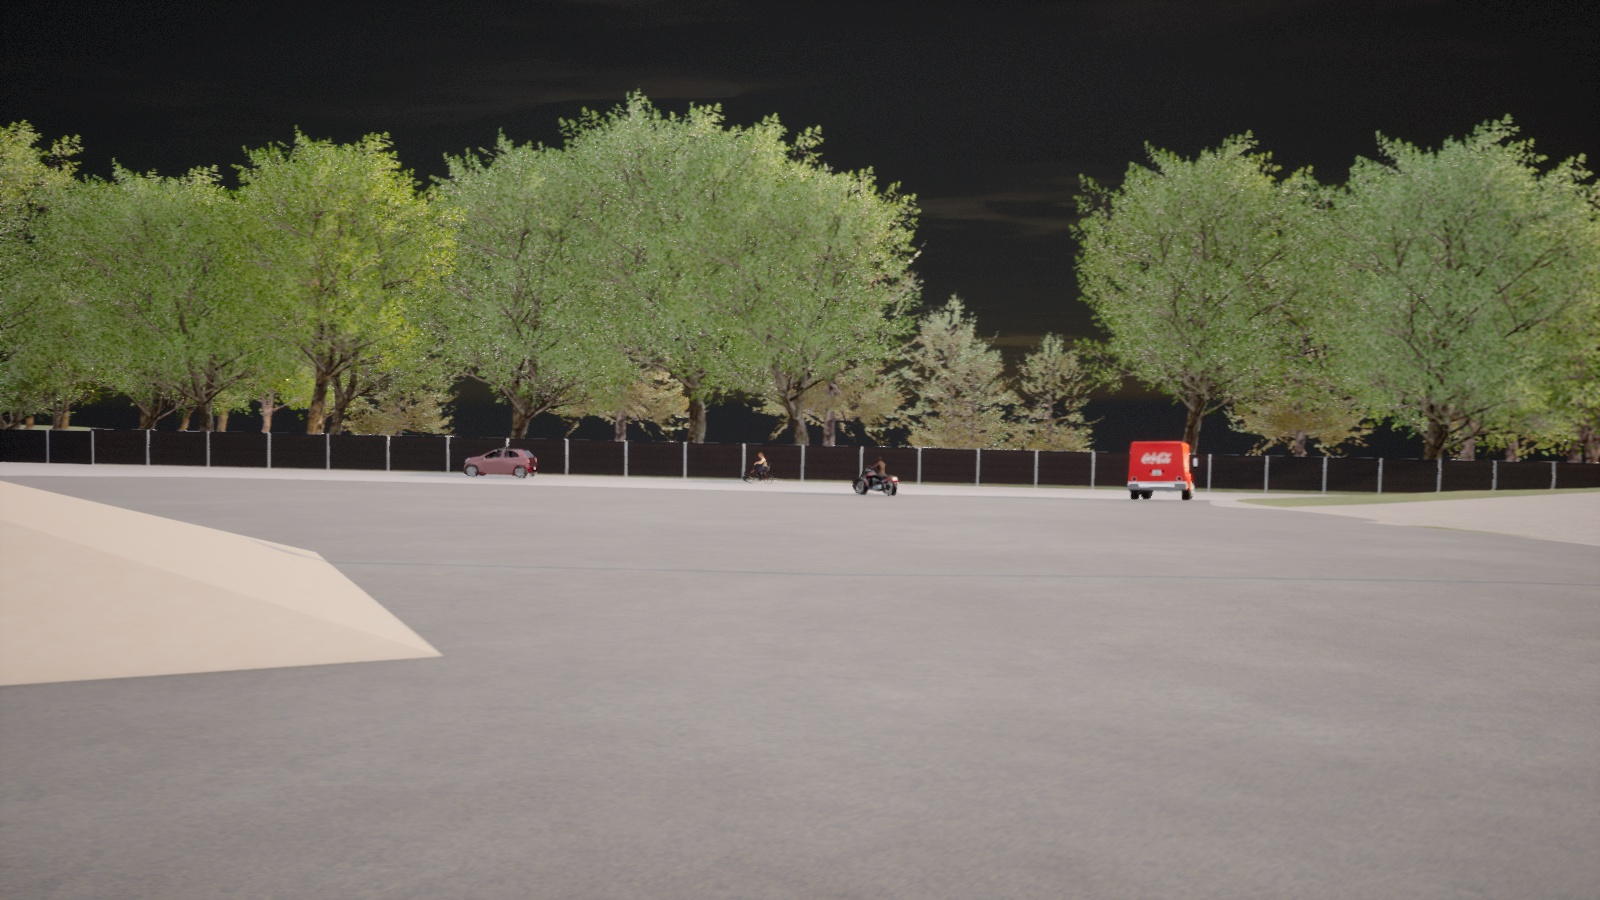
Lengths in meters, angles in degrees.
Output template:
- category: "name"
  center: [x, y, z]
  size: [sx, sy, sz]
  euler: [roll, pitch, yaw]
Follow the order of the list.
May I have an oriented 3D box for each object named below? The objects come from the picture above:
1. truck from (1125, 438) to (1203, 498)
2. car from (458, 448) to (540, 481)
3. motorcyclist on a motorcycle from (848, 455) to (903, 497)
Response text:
- category: "truck"
  center: [15.941, 0.856, 54.800]
  size: [2.627, 2.467, 5.204]
  euler: [-1, -2, 23]
- category: "car"
  center: [-15.207, 0.735, 63.494]
  size: [3.633, 1.501, 1.845]
  euler: [1, 2, 5]
- category: "motorcyclist on a motorcycle"
  center: [3.030, 1.034, 50.595]
  size: [0.766, 1.649, 2.350]
  euler: [1, -1, -42]
